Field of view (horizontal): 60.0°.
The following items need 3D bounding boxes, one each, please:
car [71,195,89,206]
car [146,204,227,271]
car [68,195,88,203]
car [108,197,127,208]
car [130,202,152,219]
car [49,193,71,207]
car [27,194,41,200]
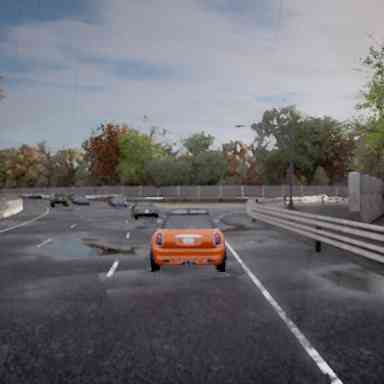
[{"bbox_3d":[-17.751,1.433,52.777,1.994,1.385,4.181,0,0,-30],"label":"car"},{"bbox_3d":[-0.131,1.317,10.950,2.097,1.767,4.553,0,0,-1],"label":"car"},{"bbox_3d":[-23.134,1.358,67.356,2.128,1.511,4.902,0,0,-39],"label":"car"},{"bbox_3d":[-10.272,1.425,45.713,2.033,1.411,5.357,0,0,-24],"label":"car"},{"bbox_3d":[-4.061,1.485,28.015,1.994,1.385,4.181,0,0,-15],"label":"car"},{"bbox_3d":[-19.560,1.106,48.693,2.150,2.045,5.566,0,0,-27],"label":"car"},{"bbox_3d":[-40.822,1.286,85.937,5.008,1.535,1.882,0,0,39],"label":"car"}]
